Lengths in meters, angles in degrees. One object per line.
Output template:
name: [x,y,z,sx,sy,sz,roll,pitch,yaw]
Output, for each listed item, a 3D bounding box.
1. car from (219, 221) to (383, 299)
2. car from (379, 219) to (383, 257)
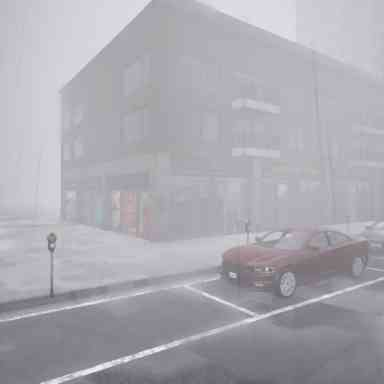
car: [2.712,1.544,8.462,4.507,1.381,1.887,0,0,-35]
car: [7.212,1.581,11.666,4.206,1.307,1.802,0,0,-35]
